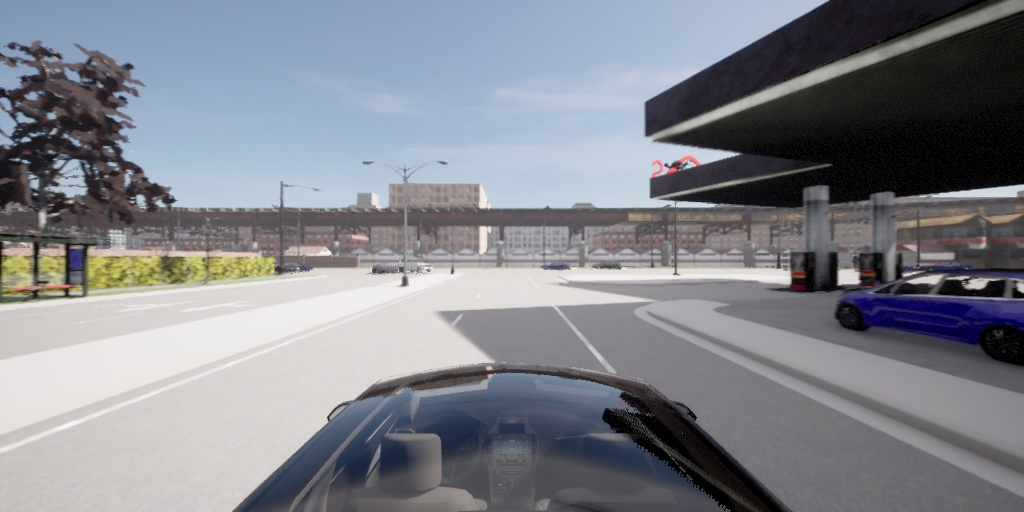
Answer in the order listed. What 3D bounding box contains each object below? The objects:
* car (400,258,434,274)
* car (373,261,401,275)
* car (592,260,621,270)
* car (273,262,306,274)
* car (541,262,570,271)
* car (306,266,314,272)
[{"bbox_3d":[-13.046,1.271,48.472,5.566,2.045,2.150,0,-2,34],"label":"car"},{"bbox_3d":[-15.746,1.588,44.315,1.994,1.385,4.181,1,-1,-37],"label":"car"},{"bbox_3d":[15.969,1.482,60.639,4.553,1.767,2.097,0,0,1],"label":"car"},{"bbox_3d":[-30.258,1.531,46.743,4.902,1.511,2.128,0,0,1],"label":"car"},{"bbox_3d":[6.952,1.633,57.209,4.674,1.442,1.812,0,0,1],"label":"car"},{"bbox_3d":[-30.463,1.664,50.264,4.718,1.301,1.895,0,0,1],"label":"car"}]
